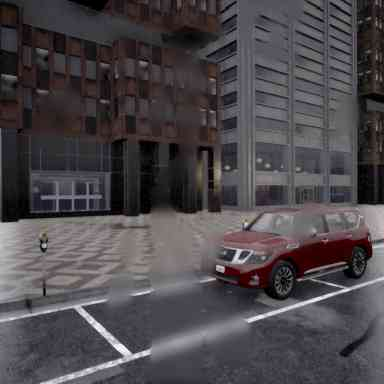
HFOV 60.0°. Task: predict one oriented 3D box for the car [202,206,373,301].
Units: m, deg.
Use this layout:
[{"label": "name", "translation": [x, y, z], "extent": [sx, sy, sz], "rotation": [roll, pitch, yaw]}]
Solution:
[{"label": "car", "translation": [2.651, 1.314, 8.540], "extent": [5.009, 1.841, 2.192], "rotation": [0, 0, -35]}]
